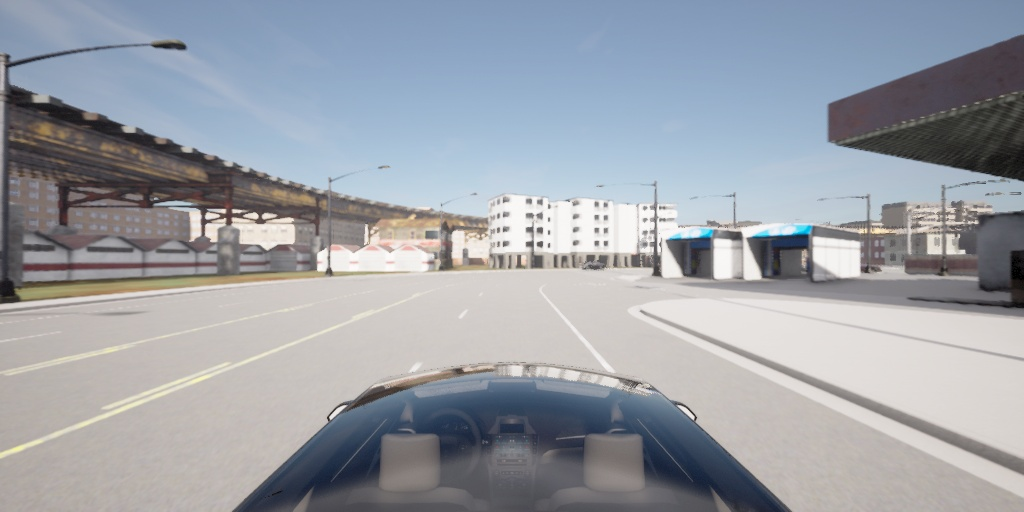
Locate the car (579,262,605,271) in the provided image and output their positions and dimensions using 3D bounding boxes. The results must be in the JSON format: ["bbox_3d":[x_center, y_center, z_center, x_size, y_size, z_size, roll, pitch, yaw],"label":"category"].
[{"bbox_3d":[13.982,1.816,62.814,4.902,1.511,2.128,0,-1,-25],"label":"car"}]

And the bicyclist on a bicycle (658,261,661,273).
[{"bbox_3d":[17.467,1.429,42.085,0.582,1.620,1.656,0,-1,-34],"label":"bicyclist on a bicycle"}]
